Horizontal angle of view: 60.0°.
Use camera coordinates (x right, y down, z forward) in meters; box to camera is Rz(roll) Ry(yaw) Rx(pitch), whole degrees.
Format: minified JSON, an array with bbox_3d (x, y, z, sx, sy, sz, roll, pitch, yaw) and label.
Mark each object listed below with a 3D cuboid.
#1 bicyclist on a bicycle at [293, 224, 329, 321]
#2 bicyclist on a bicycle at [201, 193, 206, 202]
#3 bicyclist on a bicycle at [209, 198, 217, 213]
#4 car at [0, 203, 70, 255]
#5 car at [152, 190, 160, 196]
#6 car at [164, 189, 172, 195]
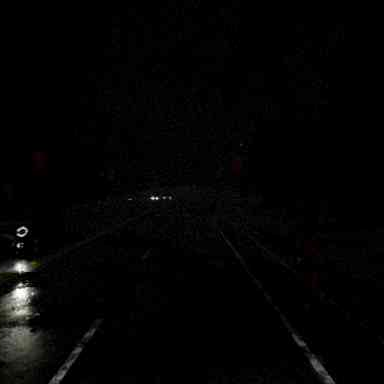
[{"bbox_3d":[2.261,1.458,6.354,0.582,1.620,1.656,0,0,0],"label":"bicyclist on a bicycle"},{"bbox_3d":[2.221,1.070,64.765,0.866,1.612,1.509,0,1,0],"label":"bicyclist on a bicycle"},{"bbox_3d":[2.224,1.384,34.671,0.866,1.612,1.509,0,0,0],"label":"bicyclist on a bicycle"},{"bbox_3d":[-6.596,1.353,13.259,2.097,1.767,4.553,0,0,0],"label":"car"},{"bbox_3d":[-9.751,0.187,90.250,2.128,1.511,4.902,0,1,0],"label":"car"},{"bbox_3d":[-6.501,0.016,90.276,2.097,1.767,4.553,0,1,0],"label":"car"}]
